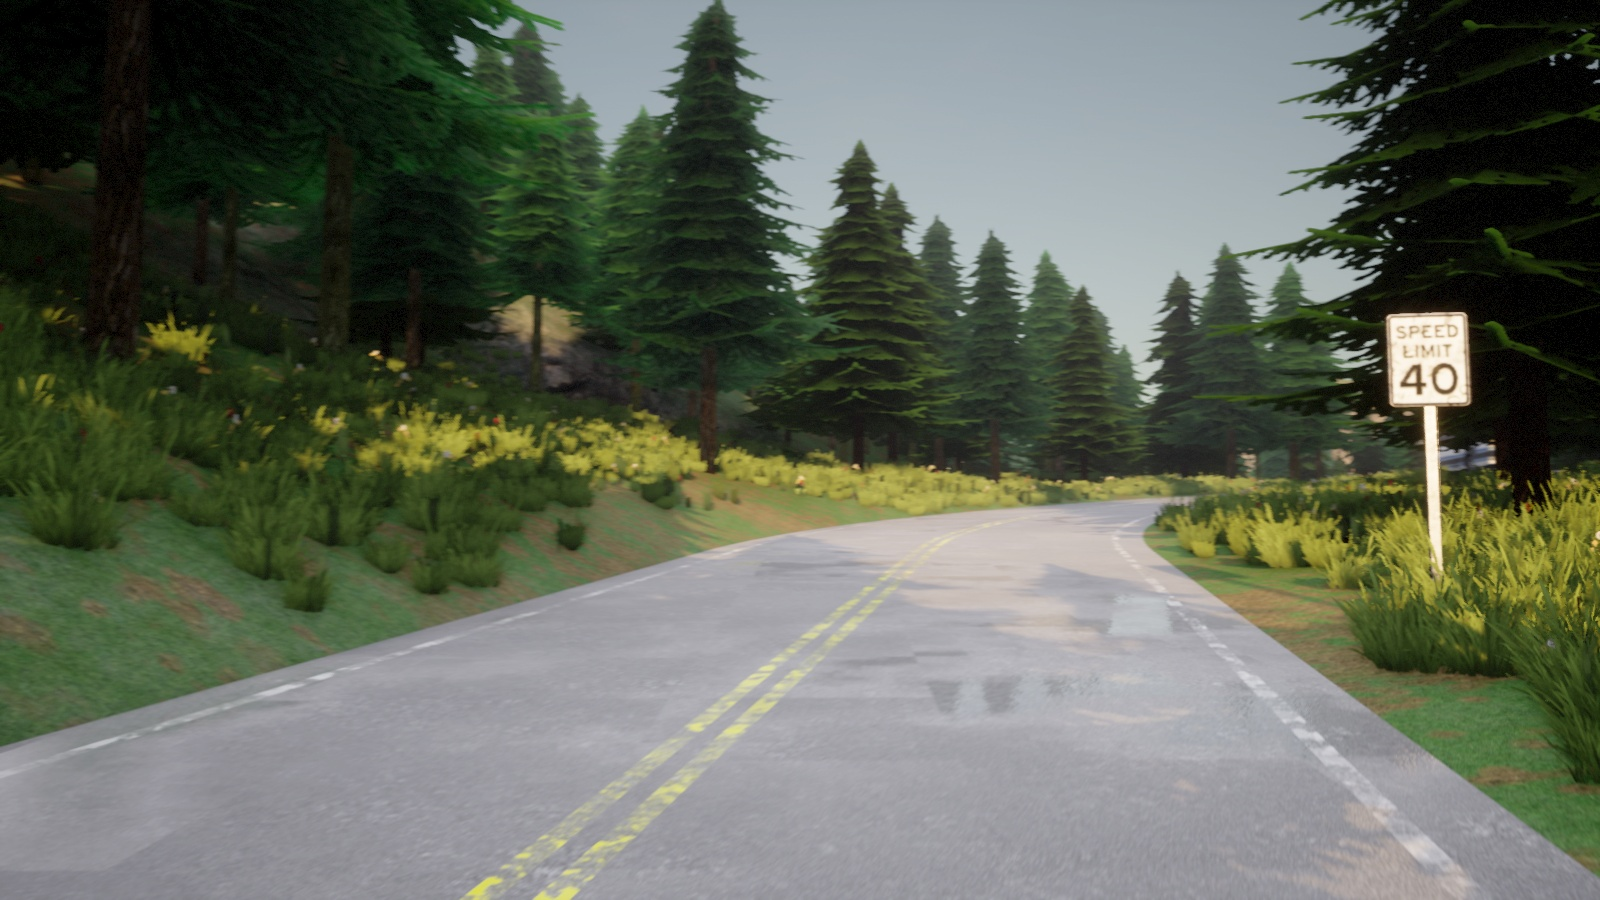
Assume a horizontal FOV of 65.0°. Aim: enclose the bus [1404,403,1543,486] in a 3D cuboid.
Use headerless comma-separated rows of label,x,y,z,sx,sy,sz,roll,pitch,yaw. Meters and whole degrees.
bus,42.634,-0.176,80.029,3.944,4.253,10.273,0,-6,5
